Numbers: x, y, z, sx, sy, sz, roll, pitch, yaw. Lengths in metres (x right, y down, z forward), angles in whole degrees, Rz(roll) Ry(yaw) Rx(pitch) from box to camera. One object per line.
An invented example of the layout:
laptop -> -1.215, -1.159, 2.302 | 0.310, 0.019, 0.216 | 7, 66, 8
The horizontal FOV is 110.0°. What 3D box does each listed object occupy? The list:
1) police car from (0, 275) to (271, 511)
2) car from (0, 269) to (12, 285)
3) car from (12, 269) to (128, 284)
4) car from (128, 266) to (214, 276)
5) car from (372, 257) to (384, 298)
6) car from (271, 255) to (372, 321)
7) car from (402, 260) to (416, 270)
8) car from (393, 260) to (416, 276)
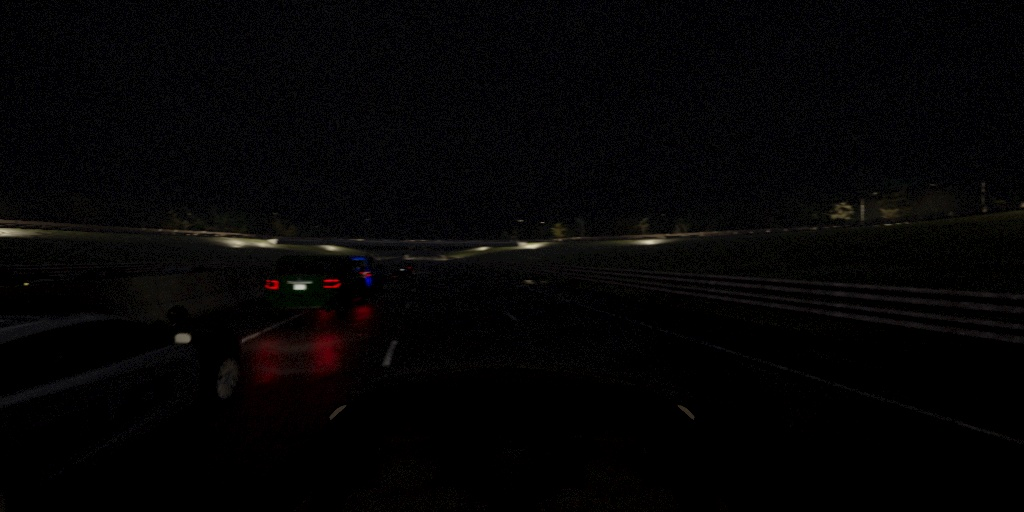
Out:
police car -> -4.369, 1.164, 3.161 | 1.930, 1.638, 5.238 | 0, 0, -13
car -> -24.755, 1.323, 17.334 | 1.895, 1.301, 4.718 | 0, 0, -13
car -> -21.355, 1.336, 18.163 | 1.895, 1.301, 4.718 | 0, 0, -13
car -> -18.161, 1.278, 19.863 | 1.812, 1.442, 4.674 | 0, 0, -13
car -> -8.063, 1.003, 18.662 | 2.150, 2.045, 5.566 | 0, 0, -13
car -> -6.664, 0.985, 12.822 | 2.150, 2.045, 5.566 | 0, 0, -13
car -> -16.122, 1.399, 56.234 | 1.812, 1.442, 4.674 | 0, 0, -13
car -> -12.104, 1.420, 39.903 | 1.994, 1.385, 4.181 | 0, 0, -13
